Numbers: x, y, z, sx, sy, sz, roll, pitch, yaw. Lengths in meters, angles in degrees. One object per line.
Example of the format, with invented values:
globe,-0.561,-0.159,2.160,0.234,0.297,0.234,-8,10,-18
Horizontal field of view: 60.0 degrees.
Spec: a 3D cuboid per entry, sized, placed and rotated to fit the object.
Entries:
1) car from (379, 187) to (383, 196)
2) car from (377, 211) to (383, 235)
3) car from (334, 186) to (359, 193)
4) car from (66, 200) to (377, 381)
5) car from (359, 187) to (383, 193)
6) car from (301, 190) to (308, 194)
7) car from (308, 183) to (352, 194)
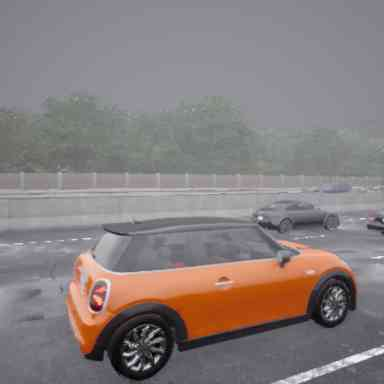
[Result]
car,31.799,-0.047,52.216,4.718,1.301,1.895,-1,2,-26
car,9.661,1.114,13.827,5.357,1.411,2.033,-1,2,-26
car,18.894,0.353,38.042,4.181,1.385,1.994,-1,2,-26
car,0.450,1.177,5.330,4.553,1.767,2.097,-1,2,-26
car,20.282,0.249,34.822,4.553,1.767,2.097,-1,2,-26
car,16.941,0.036,44.857,5.008,1.535,1.882,-1,2,-26
car,17.539,-0.099,41.257,5.566,2.045,2.150,-1,2,-26
